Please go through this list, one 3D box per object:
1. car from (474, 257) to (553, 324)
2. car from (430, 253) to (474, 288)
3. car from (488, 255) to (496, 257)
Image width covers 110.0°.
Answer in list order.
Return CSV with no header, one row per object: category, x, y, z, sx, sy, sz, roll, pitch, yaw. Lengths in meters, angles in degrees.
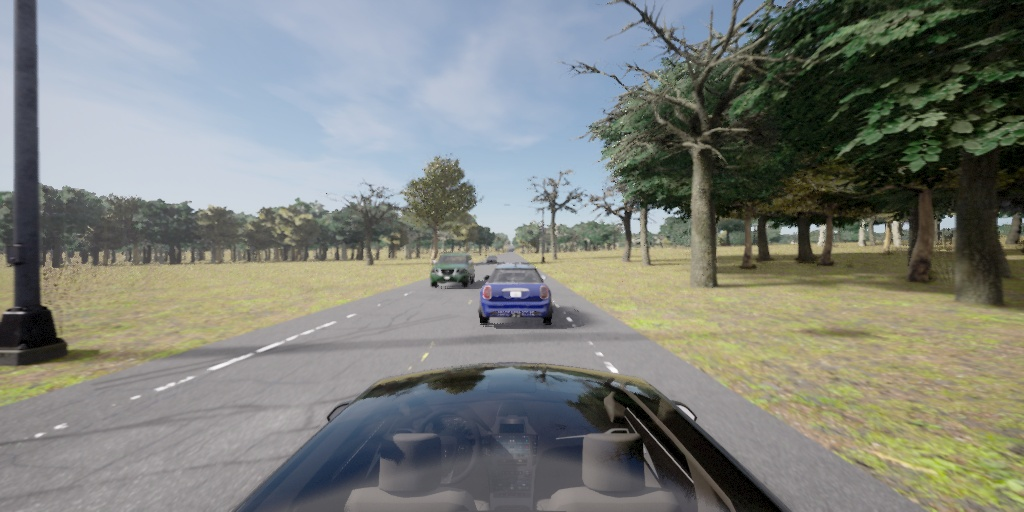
car,0.104,1.049,11.920,2.097,1.767,4.553,0,0,0
car,-3.593,0.830,22.607,2.150,2.045,5.566,0,1,0
car,-3.508,0.620,62.795,1.837,1.490,4.892,0,1,1
